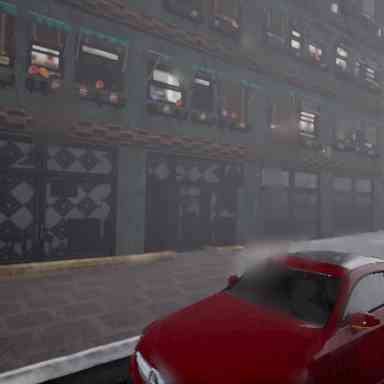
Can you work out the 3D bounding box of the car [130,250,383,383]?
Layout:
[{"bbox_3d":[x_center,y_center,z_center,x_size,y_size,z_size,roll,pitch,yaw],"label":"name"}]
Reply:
[{"bbox_3d":[1.539,1.542,4.178,4.674,1.442,1.812,0,0,-36],"label":"car"}]
